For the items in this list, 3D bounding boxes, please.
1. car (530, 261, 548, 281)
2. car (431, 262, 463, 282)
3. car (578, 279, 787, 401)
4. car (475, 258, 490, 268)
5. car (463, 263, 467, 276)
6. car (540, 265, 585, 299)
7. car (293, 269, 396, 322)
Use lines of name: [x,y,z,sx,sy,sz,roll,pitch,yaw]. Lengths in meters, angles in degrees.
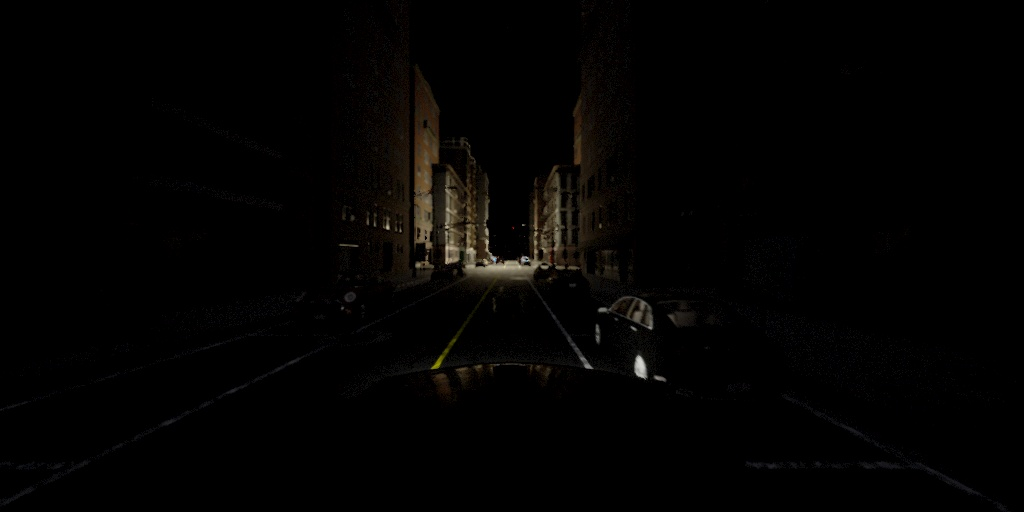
car: [2.641,1.270,29.242,1.751,1.417,4.829,0,0,0]
car: [-5.384,1.327,29.071,1.802,1.307,4.207,0,0,0]
car: [2.638,1.300,6.347,2.007,1.370,4.403,0,0,0]
car: [-5.381,1.282,61.629,2.007,1.370,4.403,0,0,0]
car: [-5.383,1.293,34.753,2.007,1.370,4.403,0,0,0]
car: [2.640,1.313,17.709,1.948,1.339,4.313,0,0,0]
car: [-5.386,1.189,12.026,1.967,1.591,4.097,0,0,0]
